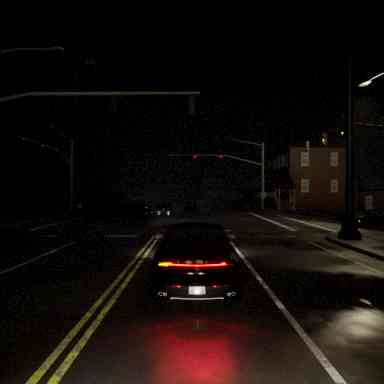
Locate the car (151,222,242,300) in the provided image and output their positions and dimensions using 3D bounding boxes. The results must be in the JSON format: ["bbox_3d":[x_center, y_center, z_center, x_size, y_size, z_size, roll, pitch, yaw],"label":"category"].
[{"bbox_3d":[0.086,1.505,8.346,1.837,1.490,4.892,0,0,0],"label":"car"}]

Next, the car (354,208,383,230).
[{"bbox_3d":[16.625,2.400,28.834,5.566,2.045,2.150,9,0,0],"label":"car"}]

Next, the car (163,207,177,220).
[{"bbox_3d":[-3.687,3.720,56.244,2.033,1.411,5.357,0,-12,0],"label":"car"}]

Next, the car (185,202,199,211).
[{"bbox_3d":[0.002,2.501,50.878,2.097,1.767,4.553,0,-9,0],"label":"car"}]

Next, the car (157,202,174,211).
[{"bbox_3d":[-3.672,2.056,45.643,2.033,1.411,5.357,0,-4,0],"label":"car"}]

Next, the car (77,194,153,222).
[{"bbox_3d":[-5.831,1.191,25.368,5.566,2.045,2.150,-1,0,1],"label":"car"}]
